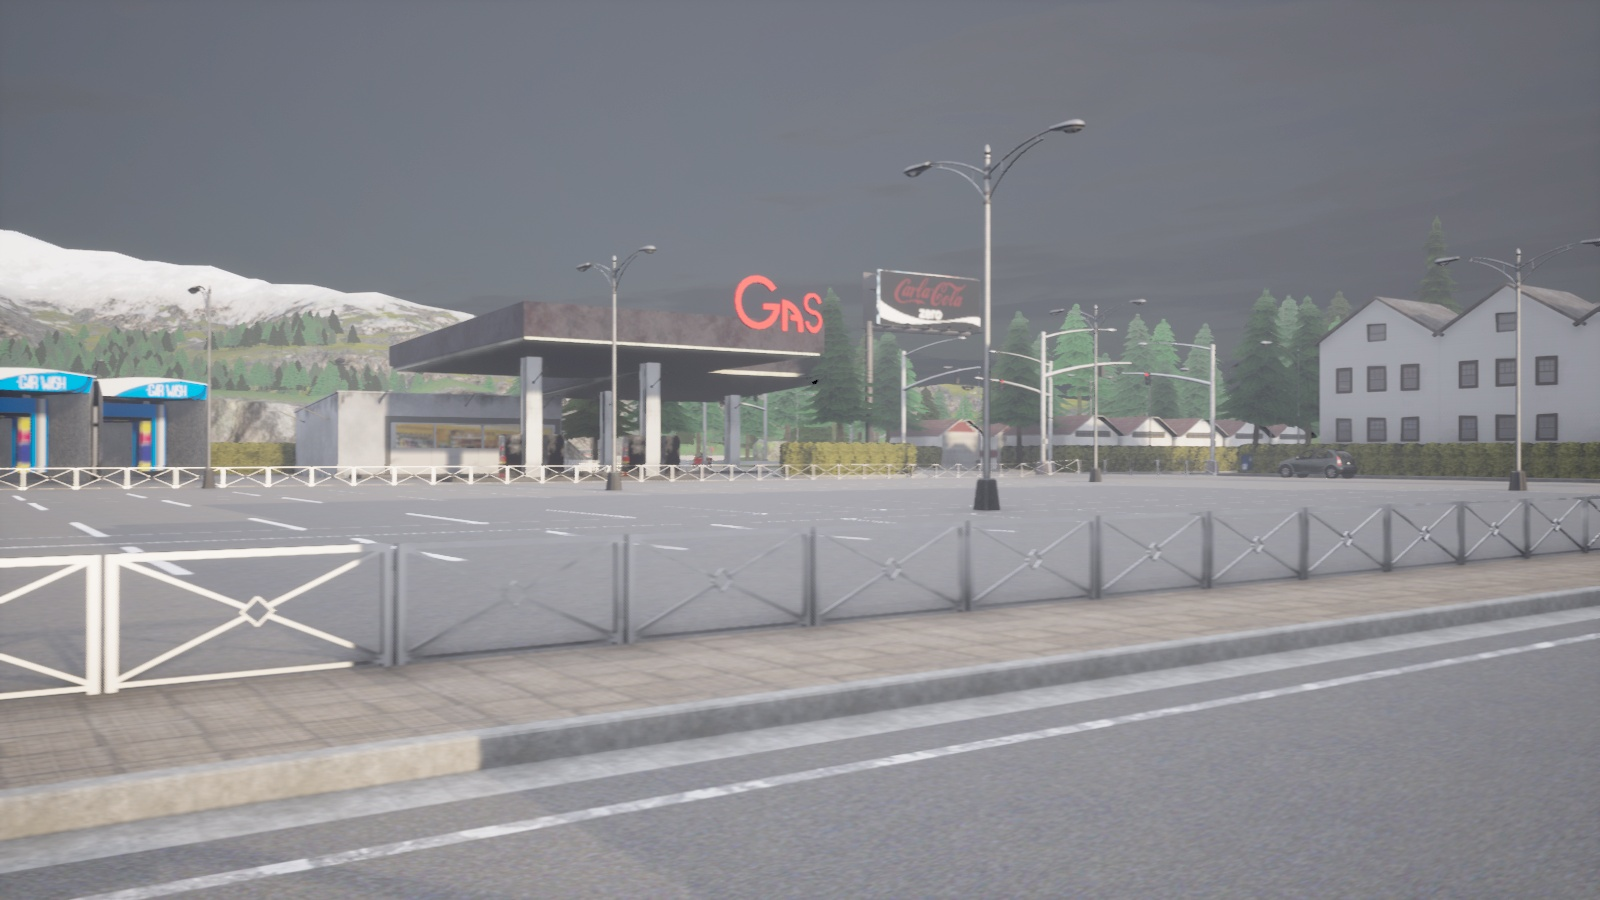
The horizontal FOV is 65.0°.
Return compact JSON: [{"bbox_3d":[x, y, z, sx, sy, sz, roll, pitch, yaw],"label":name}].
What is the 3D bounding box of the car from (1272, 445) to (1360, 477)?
[{"bbox_3d":[27.583,0.573,67.250,1.851,1.617,3.988,0,0,-35],"label":"car"}]
